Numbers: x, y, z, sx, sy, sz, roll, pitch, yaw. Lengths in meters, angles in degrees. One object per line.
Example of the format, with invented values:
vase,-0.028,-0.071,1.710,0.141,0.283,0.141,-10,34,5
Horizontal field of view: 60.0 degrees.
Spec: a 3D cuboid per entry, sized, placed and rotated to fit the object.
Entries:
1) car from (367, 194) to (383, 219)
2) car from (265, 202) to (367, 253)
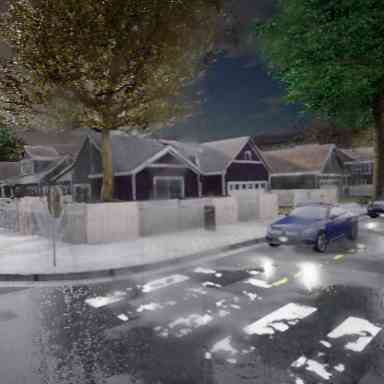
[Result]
car,12.050,0.766,19.680,2.033,1.411,5.357,-1,1,45
car,4.488,1.130,12.074,1.812,1.442,4.674,-1,1,45
